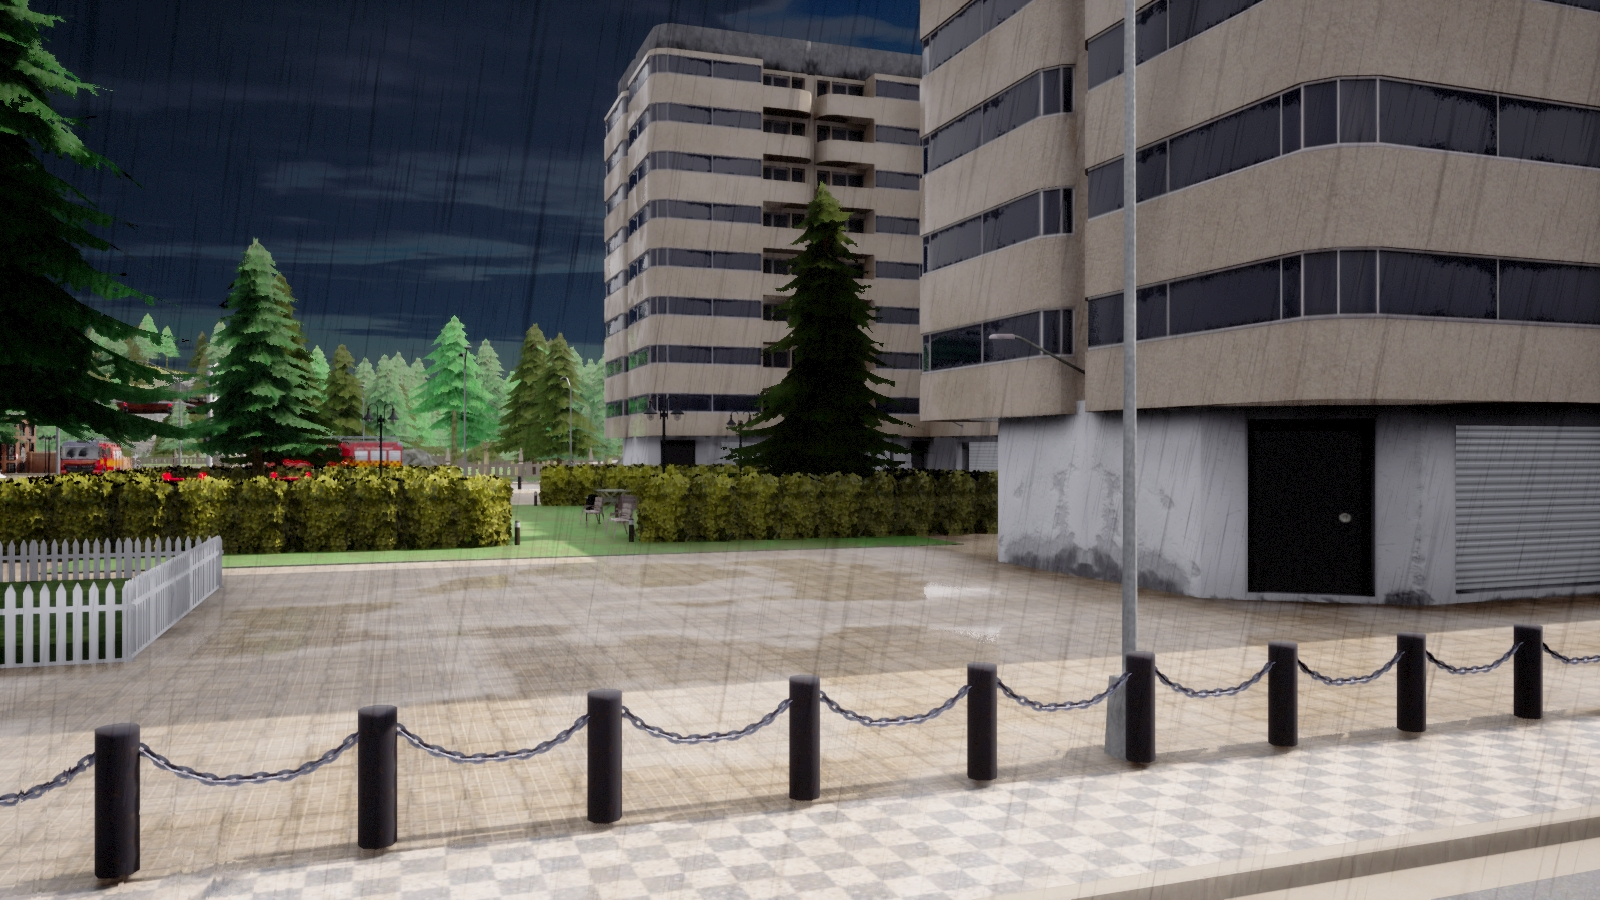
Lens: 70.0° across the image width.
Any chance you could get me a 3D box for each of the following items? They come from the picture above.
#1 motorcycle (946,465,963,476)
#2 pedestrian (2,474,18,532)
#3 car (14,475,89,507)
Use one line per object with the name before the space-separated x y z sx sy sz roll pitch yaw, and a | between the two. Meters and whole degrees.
motorcycle | 16.084 2.131 119.009 0.803 1.199 2.033 0 0 -20
pedestrian | -25.336 1.695 36.666 0.375 1.860 0.375 0 0 -27
car | -38.243 2.063 58.523 2.163 1.488 4.792 0 0 -20
